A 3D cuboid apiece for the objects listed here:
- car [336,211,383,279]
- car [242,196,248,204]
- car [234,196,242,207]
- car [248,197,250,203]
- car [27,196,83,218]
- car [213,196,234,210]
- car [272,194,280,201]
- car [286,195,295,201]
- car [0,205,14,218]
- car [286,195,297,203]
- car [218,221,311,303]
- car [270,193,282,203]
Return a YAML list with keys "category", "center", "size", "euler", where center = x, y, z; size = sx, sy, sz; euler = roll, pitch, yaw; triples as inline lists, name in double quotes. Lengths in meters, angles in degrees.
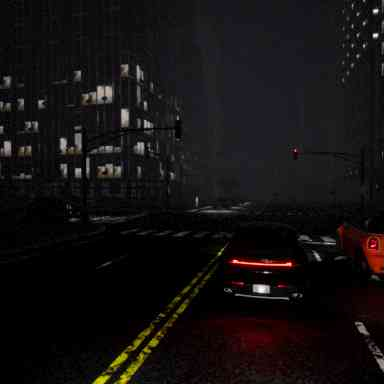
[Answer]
- category: "car"
  center: [5.725, 1.347, 9.958]
  size: [2.097, 1.767, 4.553]
  euler: [0, 0, 14]
- category: "car"
  center: [8.551, 1.481, 60.847]
  size: [1.812, 1.442, 4.674]
  euler: [0, 0, 15]
- category: "car"
  center: [6.215, 1.471, 51.853]
  size: [1.837, 1.490, 4.892]
  euler: [0, 0, 14]
- category: "car"
  center: [11.104, 1.496, 70.504]
  size: [1.994, 1.385, 4.181]
  euler: [0, 0, 14]
- category: "car"
  center: [-11.762, 1.216, 28.657]
  size: [4.553, 1.767, 2.097]
  euler: [1, 1, 15]
- category: "car"
  center: [3.911, 1.501, 42.875]
  size: [1.812, 1.442, 4.674]
  euler: [0, 0, 14]
- category: "car"
  center: [20.340, 1.236, 80.335]
  size: [1.882, 1.535, 5.008]
  euler: [0, 0, 14]
- category: "car"
  center: [23.489, 1.465, 79.525]
  size: [2.033, 1.411, 5.357]
  euler: [0, 0, 14]
- category: "car"
  center: [-16.765, 1.434, 27.217]
  size: [4.313, 1.339, 1.947]
  euler: [1, 1, 16]
- category: "car"
  center: [20.925, 1.464, 69.523]
  size: [2.128, 1.511, 4.902]
  euler: [0, 0, 14]
- category: "car"
  center: [1.855, 1.501, 8.356]
  size: [1.837, 1.490, 4.892]
  euler: [0, 0, 14]
- category: "car"
  center: [17.757, 1.157, 70.273]
  size: [2.150, 2.045, 5.566]
  euler: [0, 0, 14]
